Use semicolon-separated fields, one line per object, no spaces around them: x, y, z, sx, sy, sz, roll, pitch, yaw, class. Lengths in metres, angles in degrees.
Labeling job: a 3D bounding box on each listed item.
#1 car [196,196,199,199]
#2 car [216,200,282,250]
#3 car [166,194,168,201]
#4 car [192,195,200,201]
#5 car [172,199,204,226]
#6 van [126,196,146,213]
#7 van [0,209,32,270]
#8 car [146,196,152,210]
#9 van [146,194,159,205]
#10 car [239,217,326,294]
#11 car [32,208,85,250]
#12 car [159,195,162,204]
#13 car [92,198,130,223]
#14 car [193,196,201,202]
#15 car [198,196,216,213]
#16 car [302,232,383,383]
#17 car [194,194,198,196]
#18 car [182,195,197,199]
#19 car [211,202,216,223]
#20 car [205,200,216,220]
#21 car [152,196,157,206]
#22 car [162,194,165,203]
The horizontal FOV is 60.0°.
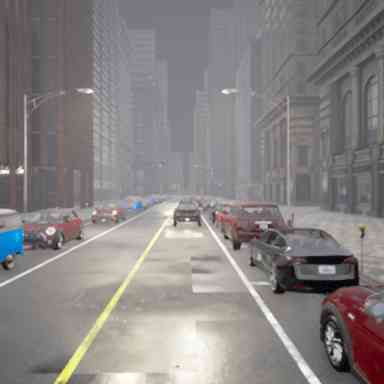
1.841;1.589;48.063;1.947;1.339;4.313;0;0;-1;car
2.500;1.315;14.253;2.192;1.841;5.009;0;0;-1;car
-7.233;1.644;76.068;1.947;1.339;4.313;0;0;-1;car
1.069;1.508;87.511;1.967;1.590;4.097;0;0;-1;car
-0.346;1.518;23.637;1.837;1.490;4.892;0;0;-1;car
-6.463;1.380;36.620;1.690;1.788;3.998;0;0;-1;van
-5.913;1.363;8.442;1.690;1.788;3.998;0;0;-1;van
-6.569;1.569;42.085;1.752;1.417;4.829;0;0;-1;car
-6.794;1.395;53.526;1.690;1.788;3.998;0;0;-1;van
2.612;1.563;8.617;1.947;1.339;4.313;0;0;-1;car
-6.022;1.466;14.077;1.967;1.590;4.097;0;0;-1;car
-6.903;1.500;59.161;1.967;1.590;4.097;0;0;-1;car
-6.242;1.472;25.349;1.967;1.590;4.097;0;0;-1;car
1.180;1.642;81.876;1.802;1.307;4.206;0;0;-1;car
2.061;1.454;36.793;1.967;1.590;4.097;0;0;-1;car
2.721;1.434;2.982;1.967;1.590;4.097;0;0;-1;car
1.511;1.623;64.970;1.802;1.307;4.206;0;0;-1;car
-0.692;1.530;41.458;1.837;1.490;4.892;0;0;-1;car
2.392;1.548;19.888;1.887;1.381;4.507;0;0;-1;car
2.282;1.573;25.523;1.947;1.339;4.313;0;0;-1;car
-6.682;1.599;47.890;2.008;1.369;4.403;0;0;-1;car
-7.014;1.381;64.797;2.192;1.841;5.009;0;0;-1;car
